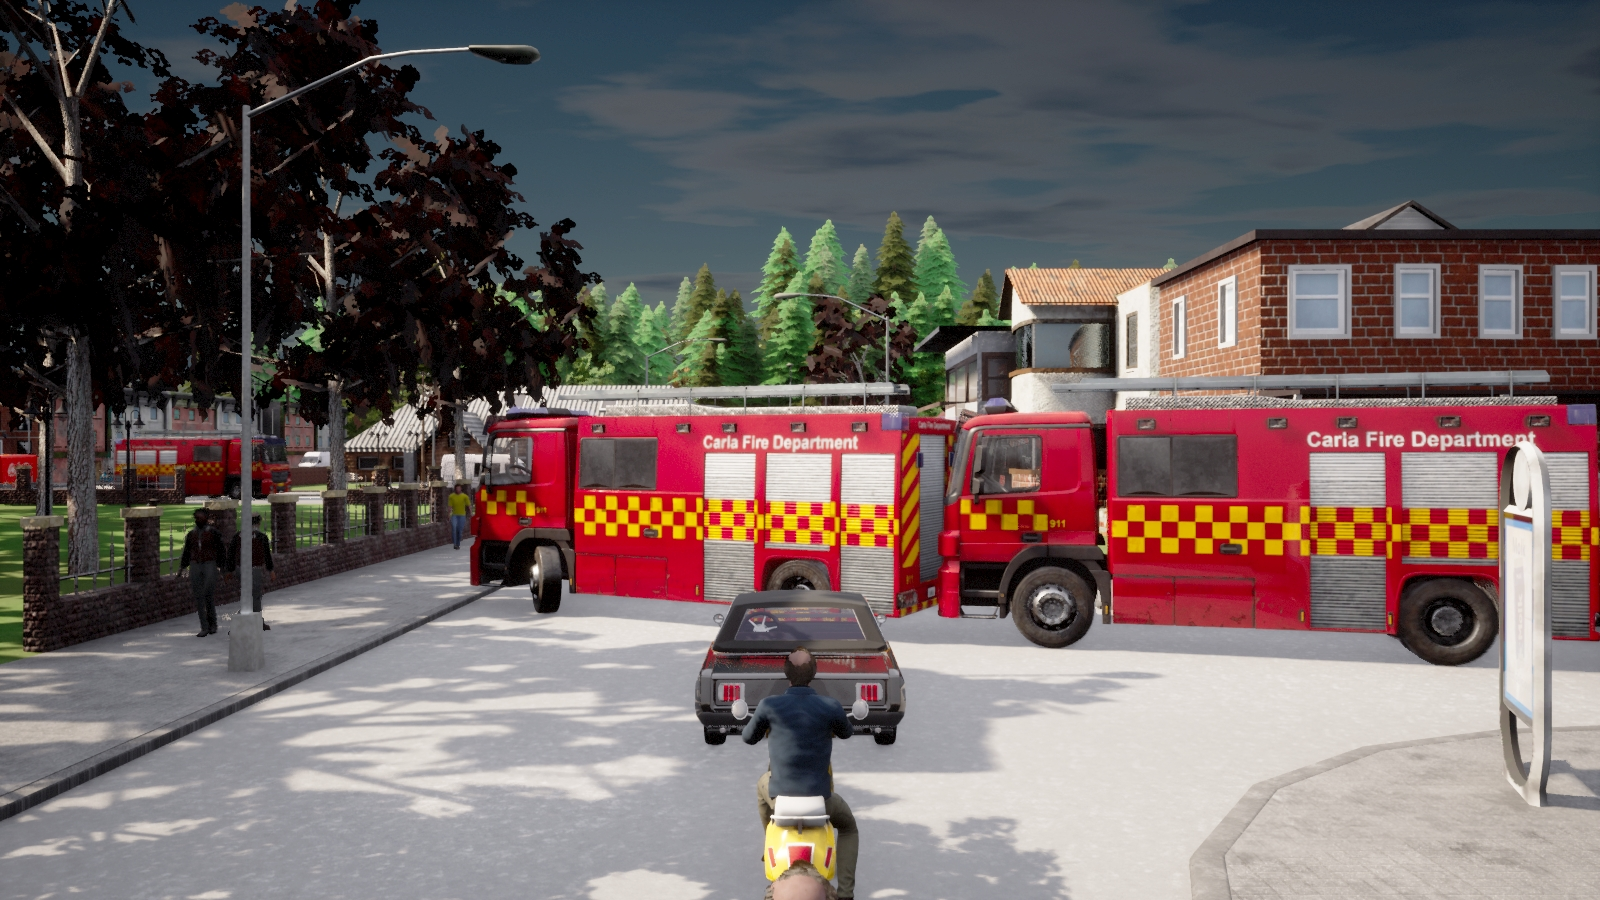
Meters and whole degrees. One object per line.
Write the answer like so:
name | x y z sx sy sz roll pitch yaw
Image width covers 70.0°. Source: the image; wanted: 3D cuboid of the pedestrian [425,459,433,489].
pedestrian | -22.890 1.496 70.467 0.375 1.860 0.375 0 0 -3

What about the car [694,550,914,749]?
car | 0.033 1.930 12.217 1.895 1.301 4.718 0 0 0

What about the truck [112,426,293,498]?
truck | -32.696 0.645 62.733 8.468 3.827 2.891 0 0 1

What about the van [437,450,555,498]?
van | -16.613 1.289 62.612 5.915 2.561 1.988 0 0 0

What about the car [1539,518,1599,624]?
car | 14.273 1.835 17.290 4.792 1.488 2.163 0 0 0

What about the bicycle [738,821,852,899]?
bicycle | -0.015 1.938 3.086 0.329 1.271 1.835 0 0 0

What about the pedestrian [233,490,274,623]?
pedestrian | -7.850 1.516 16.414 0.375 1.860 0.375 0 0 11

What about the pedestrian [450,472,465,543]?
pedestrian | -9.099 1.513 30.349 0.375 1.860 0.375 0 0 -16

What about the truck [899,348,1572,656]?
truck | 5.889 0.661 16.710 8.468 3.827 2.891 0 0 16

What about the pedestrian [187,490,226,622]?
pedestrian | -8.536 1.518 16.446 0.375 1.860 0.375 0 0 -4

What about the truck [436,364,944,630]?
truck | -2.040 0.664 19.658 8.468 3.827 2.891 0 0 27
